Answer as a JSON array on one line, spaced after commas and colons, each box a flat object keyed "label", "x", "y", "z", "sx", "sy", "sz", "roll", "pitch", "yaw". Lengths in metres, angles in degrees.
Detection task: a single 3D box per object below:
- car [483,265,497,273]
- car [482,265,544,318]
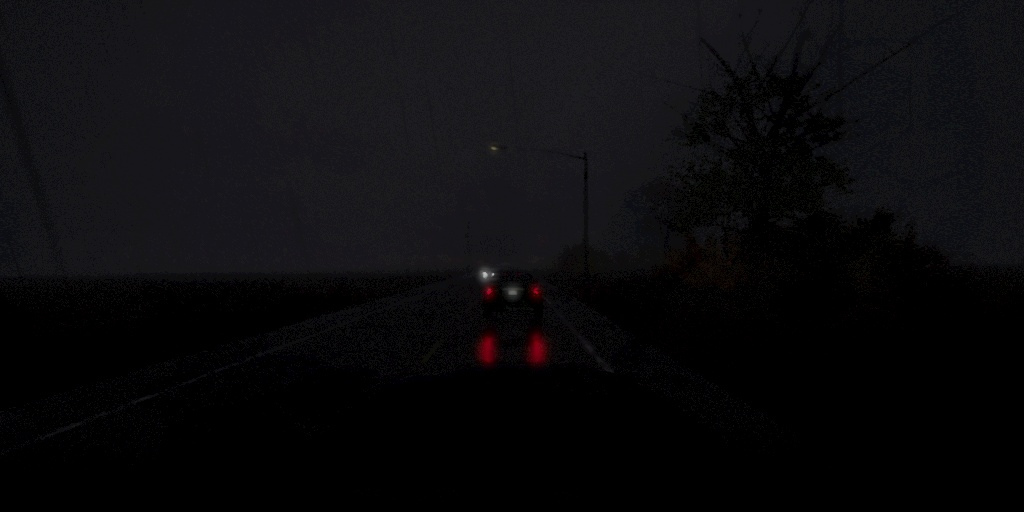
[{"label": "car", "x": -3.552, "y": 2.068, "z": 58.442, "sx": 1.895, "sy": 1.301, "sz": 4.718, "roll": 0, "pitch": -1, "yaw": 1}, {"label": "car", "x": 0.045, "y": 1.260, "z": 13.968, "sx": 2.097, "sy": 1.767, "sz": 4.553, "roll": 0, "pitch": -1, "yaw": 1}]
